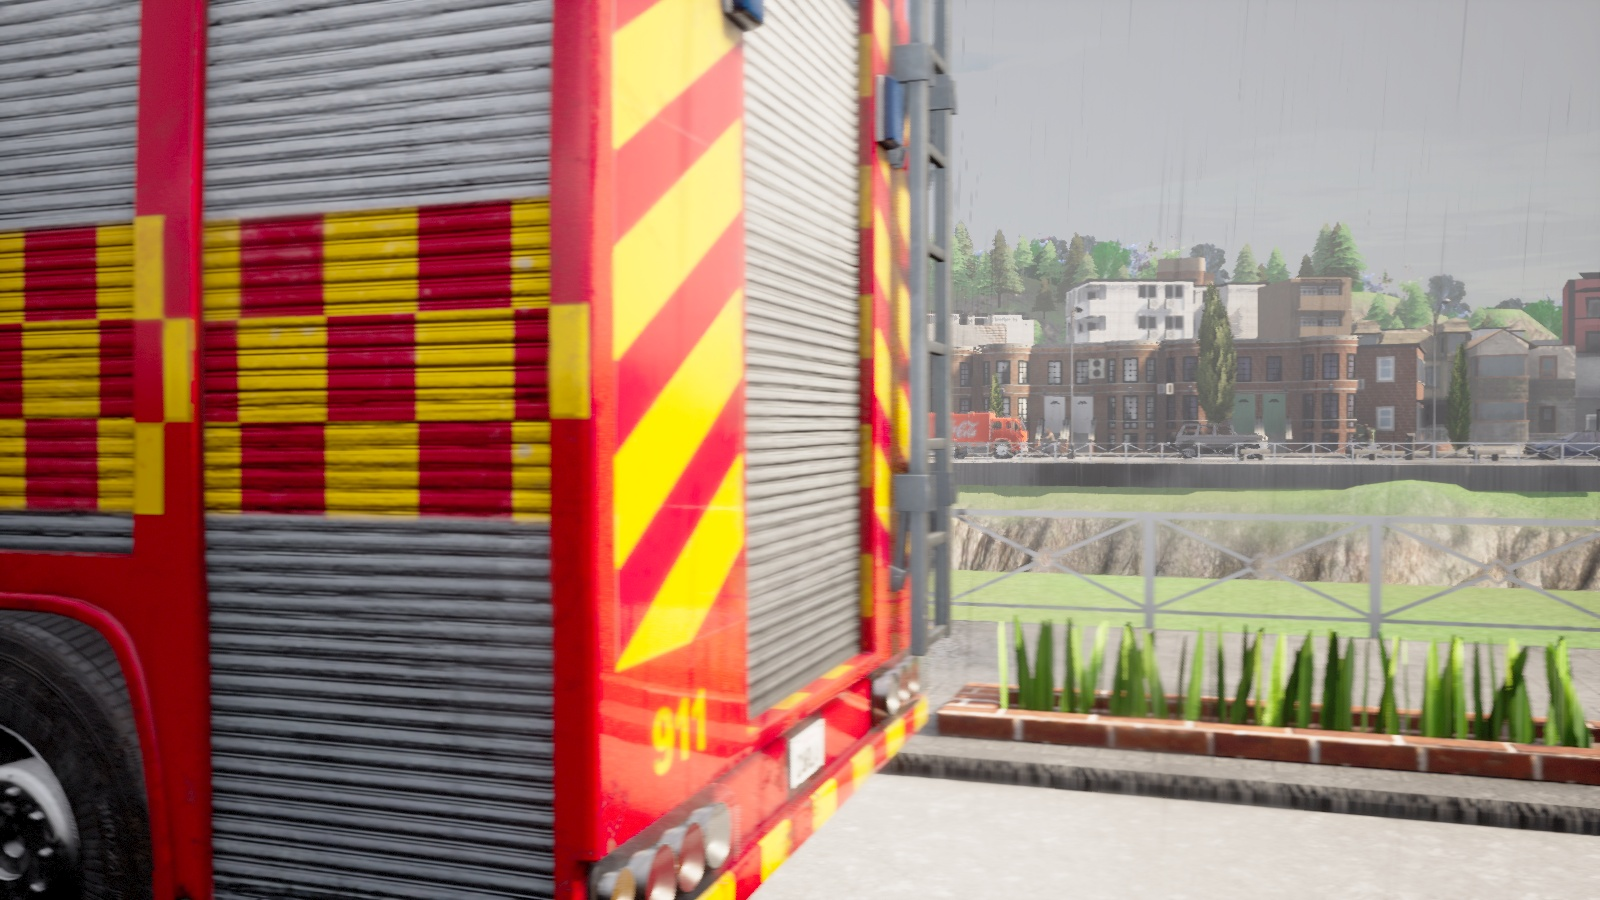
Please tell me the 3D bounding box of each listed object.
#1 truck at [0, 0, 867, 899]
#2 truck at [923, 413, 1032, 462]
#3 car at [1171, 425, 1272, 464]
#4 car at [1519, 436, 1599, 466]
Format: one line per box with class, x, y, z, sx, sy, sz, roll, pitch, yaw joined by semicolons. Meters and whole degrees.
truck;-4.206;-0.436;5.121;8.468;3.827;2.891;1;1;19
truck;9.301;-0.677;65.667;5.204;2.467;2.627;1;1;19
car;20.728;-0.269;61.831;4.605;1.855;1.932;1;1;19
car;37.804;0.050;60.314;5.357;1.411;2.033;1;1;19
